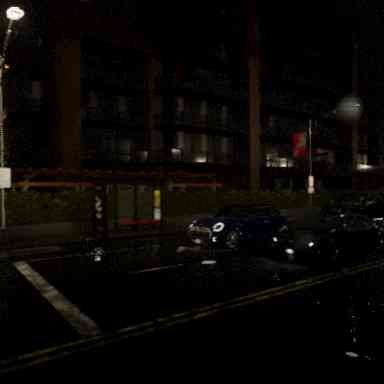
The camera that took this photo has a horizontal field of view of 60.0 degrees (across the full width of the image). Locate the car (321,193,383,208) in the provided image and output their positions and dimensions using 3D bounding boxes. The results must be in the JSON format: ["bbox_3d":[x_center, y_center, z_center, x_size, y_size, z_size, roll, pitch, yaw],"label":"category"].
[{"bbox_3d":[9.805,1.087,19.744,5.566,2.045,2.150,-1,0,-36],"label":"car"}]

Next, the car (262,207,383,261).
[{"bbox_3d":[5.253,1.471,12.127,5.357,1.411,2.033,-1,0,-36],"label":"car"}]

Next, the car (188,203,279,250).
[{"bbox_3d":[2.037,1.291,14.121,4.553,1.767,2.097,-1,0,-36],"label":"car"}]
